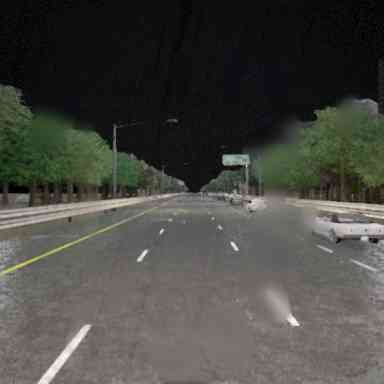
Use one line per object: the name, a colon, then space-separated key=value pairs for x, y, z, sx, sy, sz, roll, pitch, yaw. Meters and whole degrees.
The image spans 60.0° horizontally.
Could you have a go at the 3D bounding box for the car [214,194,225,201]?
car: x=7.380 y=1.471 z=84.508 sx=1.837 sy=1.490 sz=4.892 roll=0 pitch=0 yaw=0

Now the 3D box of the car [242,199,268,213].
car: x=7.074 y=1.537 z=36.643 sx=1.812 sy=1.442 sz=4.674 roll=0 pitch=0 yaw=0

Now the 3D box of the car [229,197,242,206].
car: x=7.162 y=1.492 z=54.375 sx=2.128 sy=1.511 sz=4.902 roll=0 pitch=0 yaw=0

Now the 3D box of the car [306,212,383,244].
car: x=7.013 y=1.604 z=15.718 sx=1.895 sy=1.301 sz=4.718 roll=0 pitch=0 yaw=0
